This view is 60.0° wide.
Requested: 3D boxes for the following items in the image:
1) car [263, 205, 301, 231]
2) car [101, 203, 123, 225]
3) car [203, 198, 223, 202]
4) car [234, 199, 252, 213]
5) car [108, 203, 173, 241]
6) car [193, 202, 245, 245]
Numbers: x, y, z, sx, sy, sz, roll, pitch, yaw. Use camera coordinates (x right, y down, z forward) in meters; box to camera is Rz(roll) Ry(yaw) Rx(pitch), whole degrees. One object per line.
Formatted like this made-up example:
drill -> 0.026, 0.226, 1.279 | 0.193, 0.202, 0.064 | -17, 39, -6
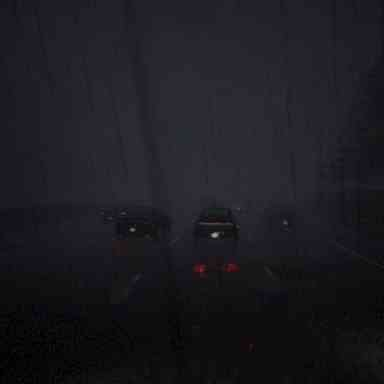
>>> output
car -> 5.402, 1.491, 20.262 | 1.812, 1.442, 4.674 | 0, 0, 9
car -> -4.744, 1.470, 23.120 | 1.812, 1.442, 4.674 | 0, 0, 10
car -> 2.387, 1.427, 38.304 | 1.837, 1.490, 4.892 | 0, 0, 16
car -> 5.385, 1.457, 36.171 | 1.812, 1.442, 4.674 | 0, 0, 16
car -> -2.212, 1.440, 16.481 | 1.882, 1.535, 5.008 | 0, 0, 7
car -> 1.179, 1.461, 15.354 | 2.128, 1.511, 4.902 | 0, 0, 7
